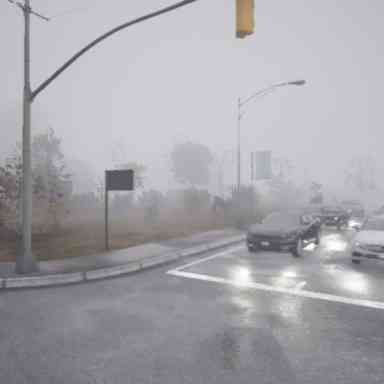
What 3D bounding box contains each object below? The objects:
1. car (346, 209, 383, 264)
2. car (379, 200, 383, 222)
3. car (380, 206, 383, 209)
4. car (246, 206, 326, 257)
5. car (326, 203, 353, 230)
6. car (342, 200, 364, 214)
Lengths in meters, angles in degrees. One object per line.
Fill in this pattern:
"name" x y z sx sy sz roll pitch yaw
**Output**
"car" 6.627 1.527 11.287 1.812 1.442 4.674 0 0 32
"car" 16.478 1.494 26.861 2.128 1.511 4.902 0 0 32
"car" 11.485 1.528 18.976 1.812 1.442 4.674 0 0 32
"car" 3.812 1.480 13.388 1.882 1.535 5.008 0 0 32
"car" 8.800 1.604 21.285 1.895 1.301 4.718 0 0 32
"car" 14.254 1.495 29.885 2.128 1.511 4.902 0 0 33
